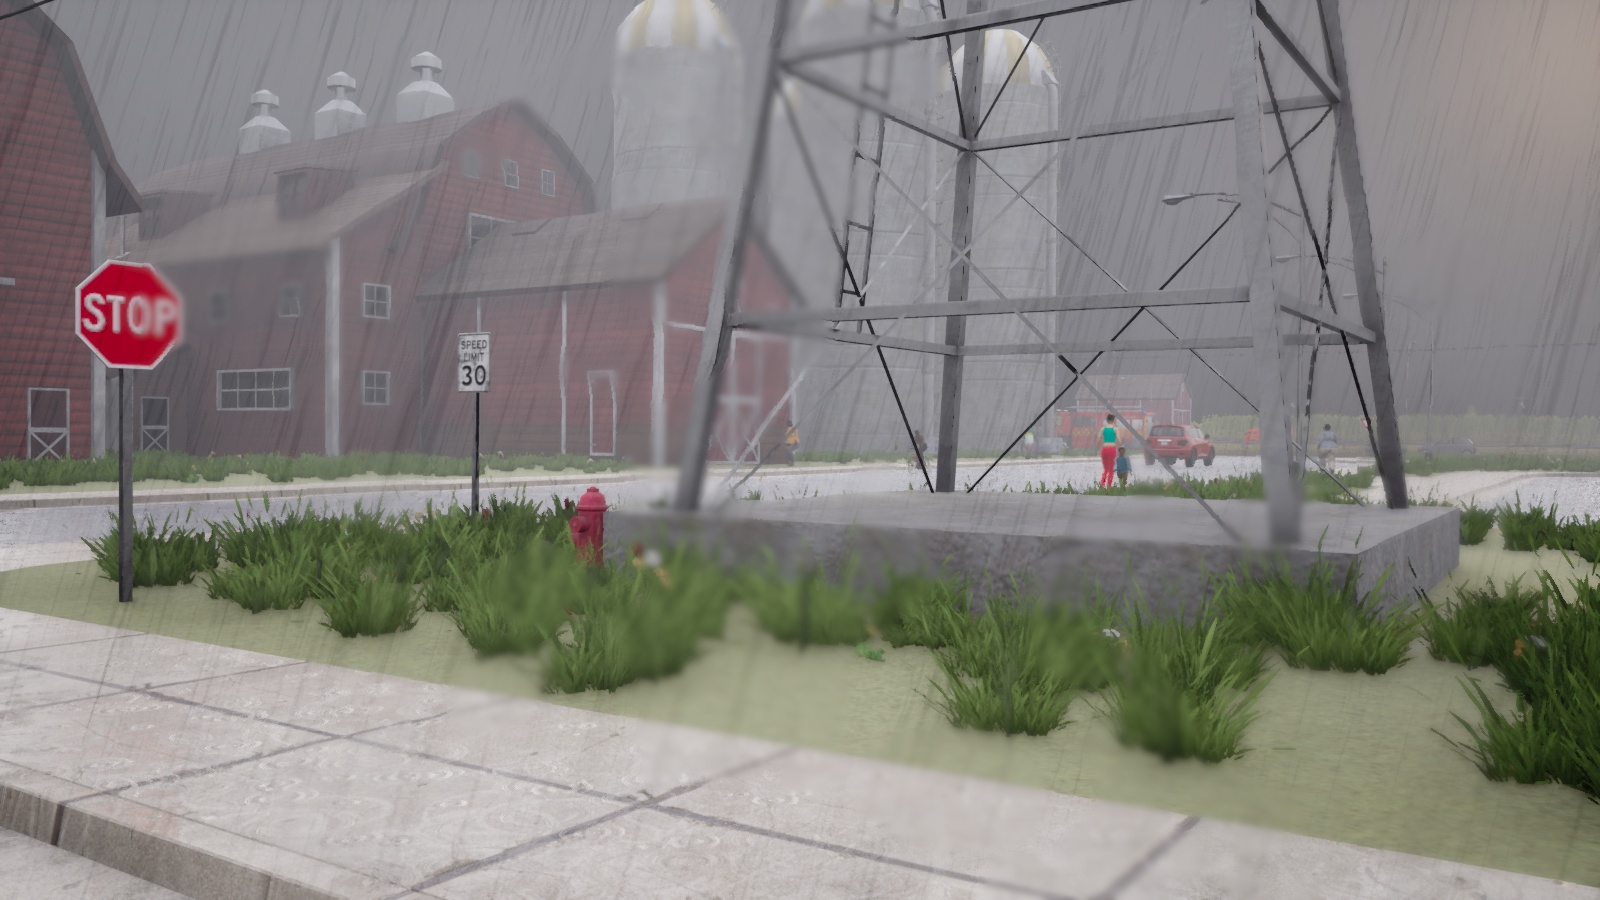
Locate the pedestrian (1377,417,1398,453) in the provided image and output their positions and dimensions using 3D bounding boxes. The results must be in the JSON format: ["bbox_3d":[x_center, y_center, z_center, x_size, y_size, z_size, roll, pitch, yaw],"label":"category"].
[{"bbox_3d":[30.076,-0.763,64.261,0.874,1.855,0.900,0,1,32],"label":"pedestrian"}]

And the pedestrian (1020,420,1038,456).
[{"bbox_3d":[12.321,-0.647,67.508,0.659,1.952,0.873,0,1,35],"label":"pedestrian"}]

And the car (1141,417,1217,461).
[{"bbox_3d":[18.719,-0.563,61.806,2.150,2.045,5.566,0,1,33],"label":"car"}]

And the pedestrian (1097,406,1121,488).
[{"bbox_3d":[7.001,-0.065,28.419,0.345,1.836,0.594,0,1,33],"label":"pedestrian"}]

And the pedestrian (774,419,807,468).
[{"bbox_3d":[-0.351,-0.271,48.269,0.900,1.855,0.874,-1,1,-41],"label":"pedestrian"}]

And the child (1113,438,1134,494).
[{"bbox_3d":[6.953,0.335,26.979,0.343,1.192,0.448,0,1,26],"label":"child"}]

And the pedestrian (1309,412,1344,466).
[{"bbox_3d":[18.450,-0.381,43.991,0.874,1.855,0.900,0,1,4],"label":"pedestrian"}]

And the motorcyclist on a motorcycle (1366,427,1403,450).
[{"bbox_3d":[39.929,-0.766,85.730,2.191,1.530,0.866,0,1,33],"label":"motorcyclist on a motorcycle"}]

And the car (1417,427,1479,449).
[{"bbox_3d":[44.769,-0.844,86.729,3.633,1.501,1.845,0,1,33],"label":"car"}]
